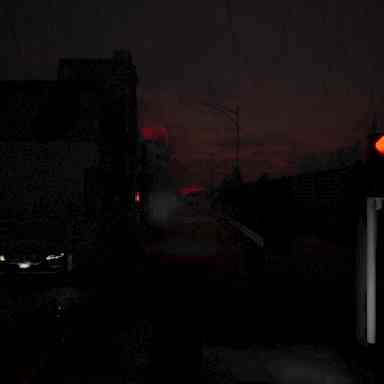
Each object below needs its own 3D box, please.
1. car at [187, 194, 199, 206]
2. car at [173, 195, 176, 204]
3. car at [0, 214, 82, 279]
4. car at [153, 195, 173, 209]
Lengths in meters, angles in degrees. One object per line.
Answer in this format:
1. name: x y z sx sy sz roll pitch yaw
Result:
1. car: 0.072 1.525 55.414 1.812 1.442 4.674 0 0 0
2. car: -4.118 1.601 53.645 1.895 1.301 4.718 0 0 0
3. car: -4.506 1.506 10.256 1.837 1.490 4.892 3 -1 -13
4. car: -4.119 1.491 44.361 2.128 1.511 4.902 0 0 0
